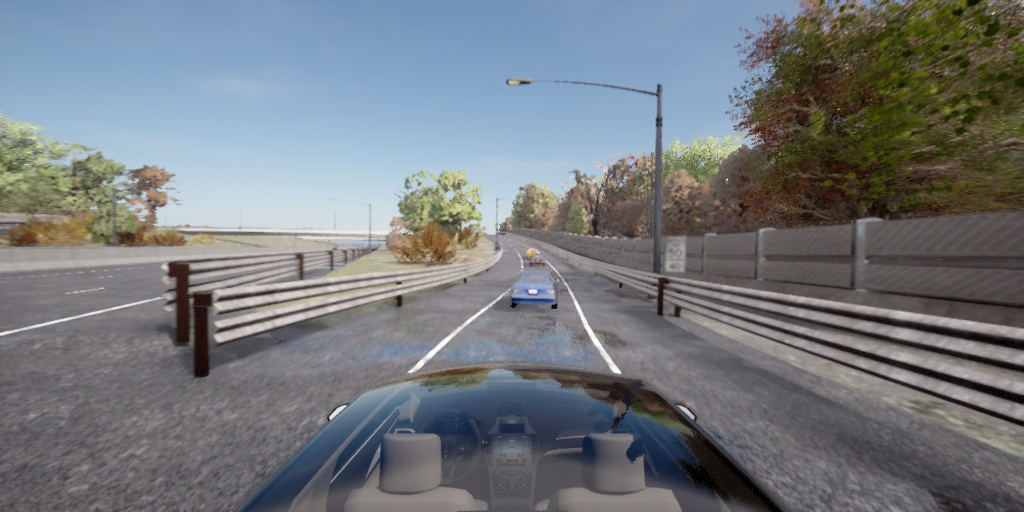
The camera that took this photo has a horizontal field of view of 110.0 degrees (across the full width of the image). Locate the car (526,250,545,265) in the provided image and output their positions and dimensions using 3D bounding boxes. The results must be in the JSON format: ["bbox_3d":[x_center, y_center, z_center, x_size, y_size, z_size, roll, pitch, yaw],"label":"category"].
[{"bbox_3d":[3.010,0.451,43.747,2.033,1.411,5.357,1,3,1],"label":"car"}]

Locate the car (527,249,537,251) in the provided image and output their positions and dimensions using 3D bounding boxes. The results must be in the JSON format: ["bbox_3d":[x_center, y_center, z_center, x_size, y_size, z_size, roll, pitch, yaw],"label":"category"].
[{"bbox_3d":[3.118,-0.372,54.787,1.882,1.535,5.008,1,5,-1],"label":"car"}]

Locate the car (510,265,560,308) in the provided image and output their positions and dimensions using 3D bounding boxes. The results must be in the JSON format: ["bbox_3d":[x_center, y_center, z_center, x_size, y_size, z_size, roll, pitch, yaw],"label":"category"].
[{"bbox_3d":[1.030,1.313,15.383,2.033,1.411,5.357,1,0,6],"label":"car"}]
